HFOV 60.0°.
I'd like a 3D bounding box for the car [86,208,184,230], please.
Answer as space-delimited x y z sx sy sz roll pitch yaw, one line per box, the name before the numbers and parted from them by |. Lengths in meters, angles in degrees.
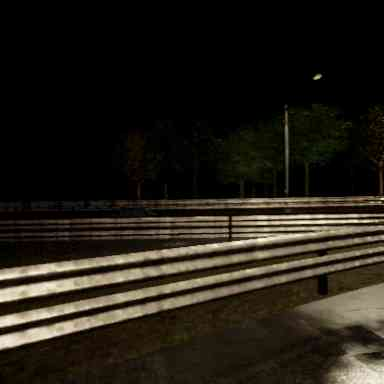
car | -3.150 1.627 18.779 5.357 1.411 2.033 -1 1 -3
